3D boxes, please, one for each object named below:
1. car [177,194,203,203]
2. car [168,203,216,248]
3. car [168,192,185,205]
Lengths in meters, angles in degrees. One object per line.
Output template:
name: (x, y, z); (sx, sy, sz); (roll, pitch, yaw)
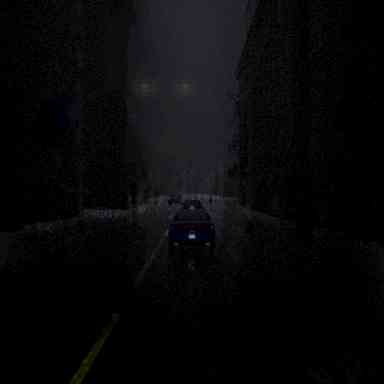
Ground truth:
car: (0.000, 1.332, 29.623); (2.097, 1.767, 4.553); (0, 0, 0)
car: (0.000, 1.479, 14.651); (1.882, 1.535, 5.008); (0, 0, 0)
car: (-2.750, 1.202, 55.629); (2.150, 2.045, 5.566); (0, 0, 0)
